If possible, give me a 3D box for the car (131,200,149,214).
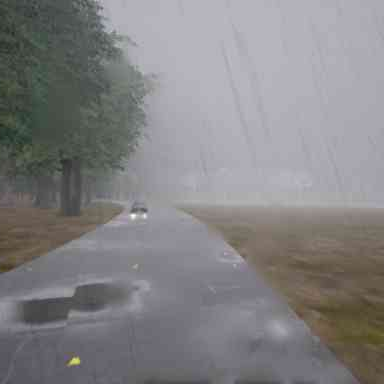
[{"bbox_3d":[-5.899,1.639,37.598,2.033,1.411,5.357,0,0,-8],"label":"car"}]
